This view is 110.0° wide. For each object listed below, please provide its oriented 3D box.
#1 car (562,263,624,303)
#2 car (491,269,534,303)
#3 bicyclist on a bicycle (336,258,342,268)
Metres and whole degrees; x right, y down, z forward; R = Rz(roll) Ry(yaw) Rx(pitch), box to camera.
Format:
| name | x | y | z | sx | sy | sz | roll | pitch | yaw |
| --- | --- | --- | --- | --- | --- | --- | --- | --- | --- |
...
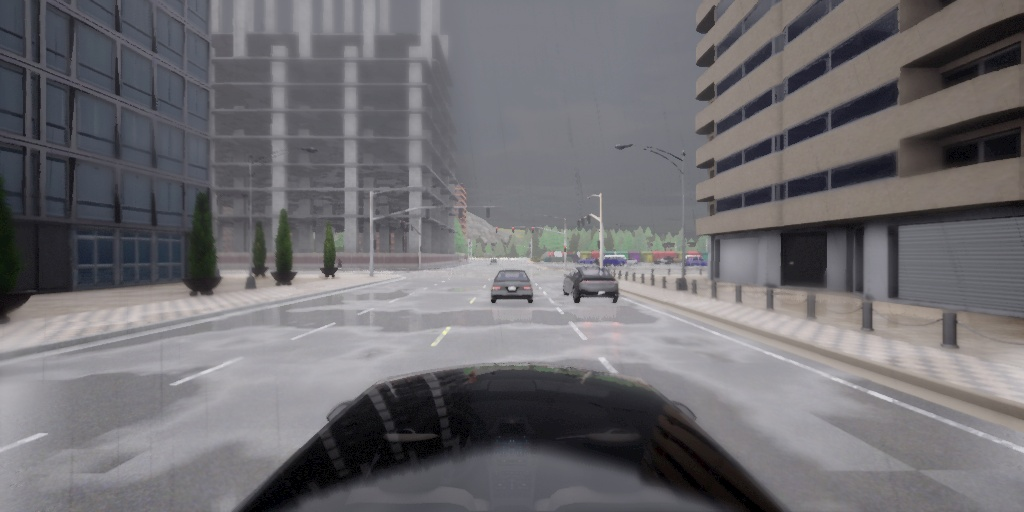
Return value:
| name | x | y | z | sx | sy | sz | roll | pitch | yaw |
| --- | --- | --- | --- | --- | --- | --- | --- | --- | --- |
| car | 3.500 | 1.244 | 16.500 | 2.128 | 1.511 | 4.902 | 0 | 0 | 0 |
| car | 0.000 | 1.312 | 16.500 | 2.033 | 1.411 | 5.357 | 0 | 0 | 0 |
| bicyclist on a bicycle | -26.005 | 1.104 | 53.957 | 0.582 | 1.620 | 1.656 | 0 | 0 | -1 |
